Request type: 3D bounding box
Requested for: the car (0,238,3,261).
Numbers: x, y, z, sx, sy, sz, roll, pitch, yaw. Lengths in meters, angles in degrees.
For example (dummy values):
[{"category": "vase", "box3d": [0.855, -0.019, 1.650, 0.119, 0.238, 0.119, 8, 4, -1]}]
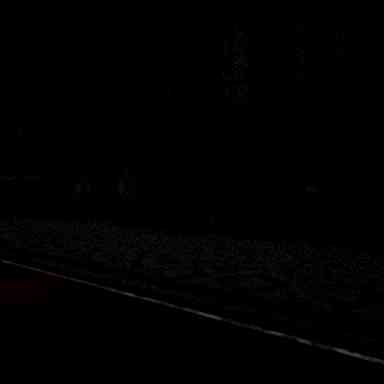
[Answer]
[{"category": "car", "box3d": [-7.378, 1.513, 9.768, 4.902, 1.511, 2.128, 0, 0, 37]}]
